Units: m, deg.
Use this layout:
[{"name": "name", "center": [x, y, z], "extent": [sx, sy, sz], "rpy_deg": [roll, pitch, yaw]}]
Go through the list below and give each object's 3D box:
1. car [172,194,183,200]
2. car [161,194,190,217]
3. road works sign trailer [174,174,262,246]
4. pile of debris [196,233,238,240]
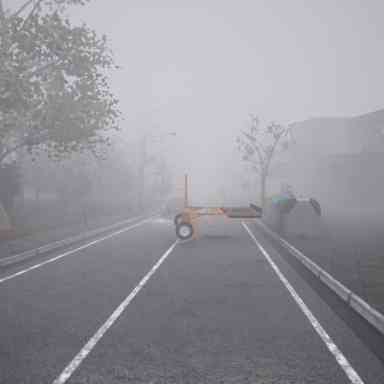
[{"name": "car", "center": [-3.616, 1.238, 80.770], "extent": [1.837, 1.490, 4.892], "rpy_deg": [-1, 0, -13]}, {"name": "car", "center": [-1.346, 1.218, 28.766], "extent": [2.097, 1.767, 4.553], "rpy_deg": [0, 0, 5]}, {"name": "road works sign trailer", "center": [1.029, 0.661, 14.522], "extent": [3.560, 2.880, 2.380], "rpy_deg": [0, 5, -5]}, {"name": "pile of debris", "center": [1.161, 2.107, 15.818], "extent": [1.860, 0.140, 1.500], "rpy_deg": [0, 0, 3]}]
